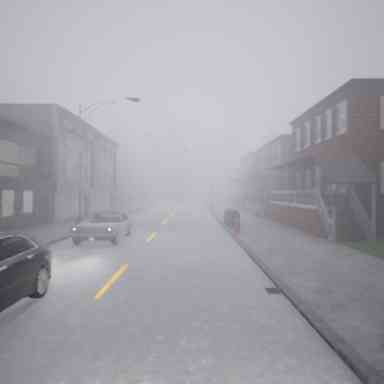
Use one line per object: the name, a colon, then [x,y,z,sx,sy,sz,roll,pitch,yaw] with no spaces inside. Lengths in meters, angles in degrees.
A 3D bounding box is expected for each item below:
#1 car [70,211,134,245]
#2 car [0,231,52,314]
car: [-4.079,1.609,15.730,1.895,1.301,4.718,0,0,0]
car: [-4.089,1.509,5.726,1.837,1.490,4.892,0,0,0]
